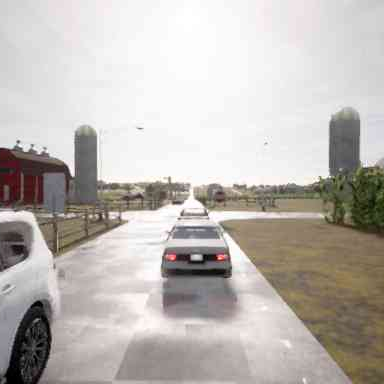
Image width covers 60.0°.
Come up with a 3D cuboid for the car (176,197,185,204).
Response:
[{"bbox_3d":[-2.697,1.871,77.377,1.882,1.535,5.008,0,-1,0],"label":"car"}]

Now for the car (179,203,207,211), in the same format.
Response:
[{"bbox_3d":[0.144,1.587,20.165,1.895,1.301,4.718,0,0,1],"label":"car"}]

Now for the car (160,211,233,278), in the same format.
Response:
[{"bbox_3d":[0.105,1.526,10.023,2.033,1.411,5.357,0,0,0],"label":"car"}]

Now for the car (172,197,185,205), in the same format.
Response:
[{"bbox_3d":[-2.742,1.825,62.019,1.895,1.301,4.718,0,0,1],"label":"car"}]

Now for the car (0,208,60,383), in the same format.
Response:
[{"bbox_3d":[-2.848,1.214,2.272,2.150,2.045,5.566,0,0,0],"label":"car"}]
